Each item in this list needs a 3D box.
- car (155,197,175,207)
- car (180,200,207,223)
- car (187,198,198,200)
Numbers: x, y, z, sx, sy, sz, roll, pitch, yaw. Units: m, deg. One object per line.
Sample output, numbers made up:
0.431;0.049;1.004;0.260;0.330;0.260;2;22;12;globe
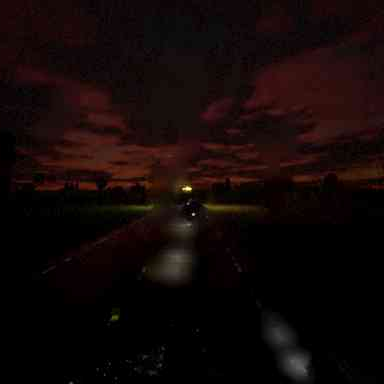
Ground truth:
-2.744;1.122;33.979;1.812;1.442;4.674;0;0;0;car
0.104;1.555;25.635;1.994;1.385;4.181;0;0;0;car
0.091;1.497;42.869;1.812;1.442;4.674;0;0;0;car
